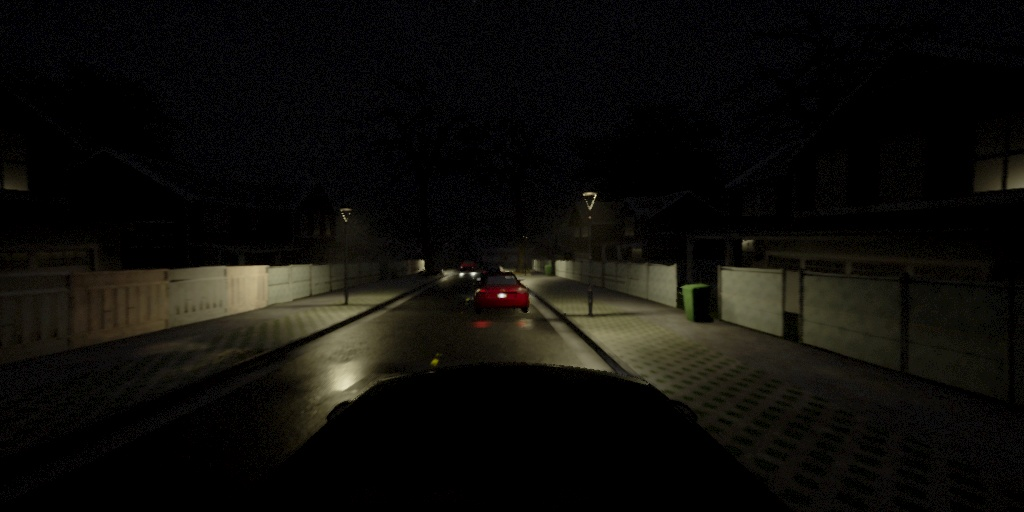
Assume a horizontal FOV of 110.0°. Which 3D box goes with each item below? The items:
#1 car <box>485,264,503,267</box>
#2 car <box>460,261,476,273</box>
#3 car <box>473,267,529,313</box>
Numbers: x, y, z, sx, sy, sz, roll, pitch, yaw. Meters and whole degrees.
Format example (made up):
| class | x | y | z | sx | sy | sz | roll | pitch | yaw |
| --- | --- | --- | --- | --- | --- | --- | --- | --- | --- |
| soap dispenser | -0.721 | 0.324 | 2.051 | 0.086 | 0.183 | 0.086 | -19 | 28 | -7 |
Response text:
| class | x | y | z | sx | sy | sz | roll | pitch | yaw |
| --- | --- | --- | --- | --- | --- | --- | --- | --- | --- |
| car | -1.553 | 1.358 | 29.444 | 1.994 | 1.385 | 4.181 | 0 | 0 | -4 |
| car | -5.886 | 1.388 | 48.390 | 1.882 | 1.535 | 5.008 | 0 | 0 | -4 |
| car | -0.457 | 1.319 | 14.186 | 1.994 | 1.385 | 4.181 | 0 | 0 | -3 |
